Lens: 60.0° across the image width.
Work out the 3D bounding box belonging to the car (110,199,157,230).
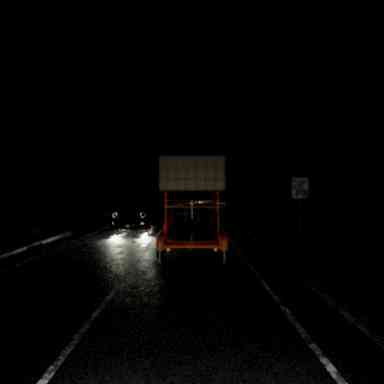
[{"bbox_3d":[-3.458,1.259,20.362,2.097,1.767,4.553,0,0,2],"label":"car"}]

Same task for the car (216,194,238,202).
[{"bbox_3d":[6.457,1.072,60.664,1.837,1.490,4.892,-1,0,44],"label":"car"}]

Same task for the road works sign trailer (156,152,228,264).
[{"bbox_3d":[0.000,0.411,11.640,2.380,3.560,2.880,0,0,0],"label":"road works sign trailer"}]
